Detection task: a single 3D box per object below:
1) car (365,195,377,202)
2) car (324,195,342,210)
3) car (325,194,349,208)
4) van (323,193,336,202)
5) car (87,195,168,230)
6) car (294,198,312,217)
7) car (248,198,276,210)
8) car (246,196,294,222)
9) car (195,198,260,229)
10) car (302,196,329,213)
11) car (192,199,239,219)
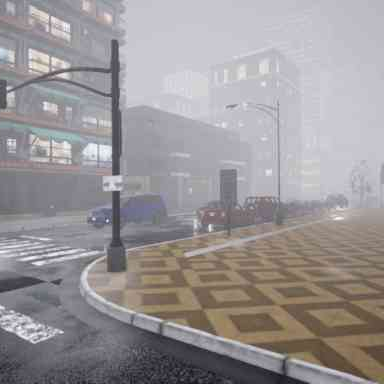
[{"bbox_3d":[35.531,1.334,65.878,1.887,1.381,4.507,-1,0,36],"label":"car"},{"bbox_3d":[15.609,1.415,38.873,2.008,1.369,4.403,-1,0,36],"label":"car"},{"bbox_3d":[18.927,1.168,43.375,2.192,1.841,5.009,-1,0,36],"label":"car"},{"bbox_3d":[29.188,1.229,70.557,1.690,1.788,3.998,-1,0,36],"label":"van"},{"bbox_3d":[-3.966,1.209,21.427,2.150,2.045,5.566,-1,0,38],"label":"car"},{"bbox_3d":[8.969,1.471,29.871,1.802,1.307,4.206,-1,0,36],"label":"car"},{"bbox_3d":[9.167,1.489,43.414,1.752,1.417,4.829,-1,0,36],"label":"car"},{"bbox_3d":[5.646,1.216,25.372,2.192,1.841,5.009,-1,0,36],"label":"car"},{"bbox_3d":[2.327,1.353,20.870,1.967,1.590,4.097,-1,0,36],"label":"car"},{"bbox_3d":[12.289,1.421,34.372,1.887,1.381,4.507,-1,0,36],"label":"car"},{"bbox_3d":[2.216,1.470,29.836,1.837,1.490,4.892,-1,0,37],"label":"car"}]
